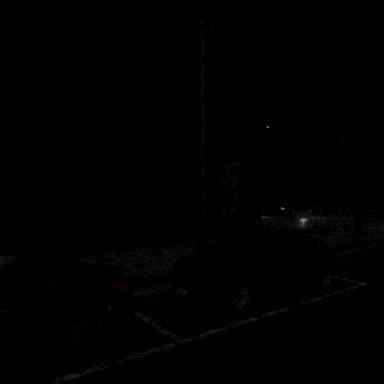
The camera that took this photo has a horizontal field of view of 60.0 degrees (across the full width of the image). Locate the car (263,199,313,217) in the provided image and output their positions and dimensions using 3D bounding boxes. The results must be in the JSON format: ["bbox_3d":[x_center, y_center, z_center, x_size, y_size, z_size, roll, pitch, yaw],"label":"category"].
[{"bbox_3d":[8.904,1.473,31.045,1.837,1.490,4.892,0,0,-36],"label":"car"}]

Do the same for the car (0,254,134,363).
[{"bbox_3d":[-2.855,1.582,4.498,4.206,1.307,1.802,0,0,-35],"label":"car"}]

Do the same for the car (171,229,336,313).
[{"bbox_3d":[1.583,1.566,7.663,4.313,1.339,1.947,0,0,-35],"label":"car"}]
